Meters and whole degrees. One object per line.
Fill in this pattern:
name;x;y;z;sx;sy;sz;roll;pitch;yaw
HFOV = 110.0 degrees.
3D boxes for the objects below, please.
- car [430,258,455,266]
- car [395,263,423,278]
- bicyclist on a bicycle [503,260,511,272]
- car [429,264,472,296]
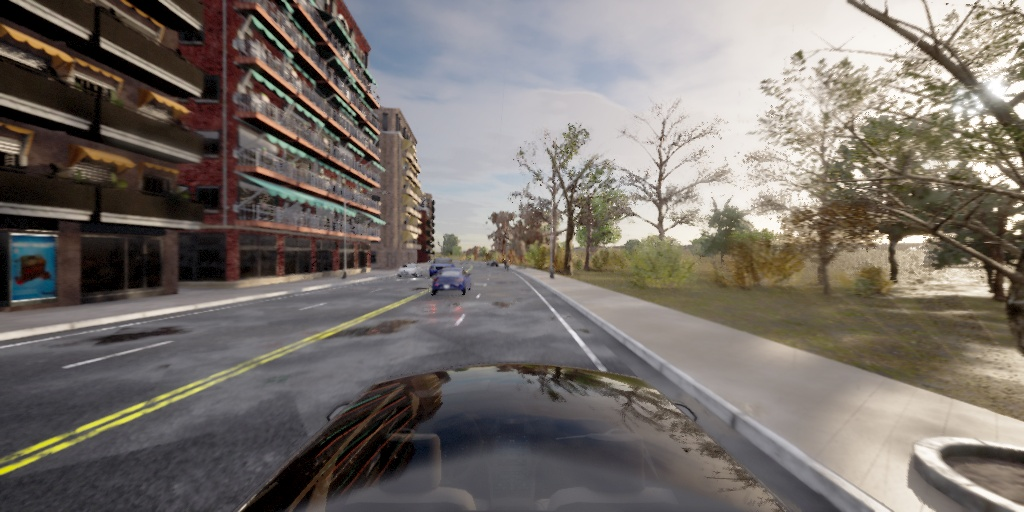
car;-7.407;1.189;38.342;2.150;2.045;5.566;0;-1;-3
car;-10.623;1.488;37.476;1.812;1.442;4.674;0;0;-2
bicyclist on a bicycle;-0.532;1.457;49.432;0.866;1.612;1.509;0;0;-4
car;-3.344;1.386;20.373;1.812;1.442;4.674;0;0;-1
